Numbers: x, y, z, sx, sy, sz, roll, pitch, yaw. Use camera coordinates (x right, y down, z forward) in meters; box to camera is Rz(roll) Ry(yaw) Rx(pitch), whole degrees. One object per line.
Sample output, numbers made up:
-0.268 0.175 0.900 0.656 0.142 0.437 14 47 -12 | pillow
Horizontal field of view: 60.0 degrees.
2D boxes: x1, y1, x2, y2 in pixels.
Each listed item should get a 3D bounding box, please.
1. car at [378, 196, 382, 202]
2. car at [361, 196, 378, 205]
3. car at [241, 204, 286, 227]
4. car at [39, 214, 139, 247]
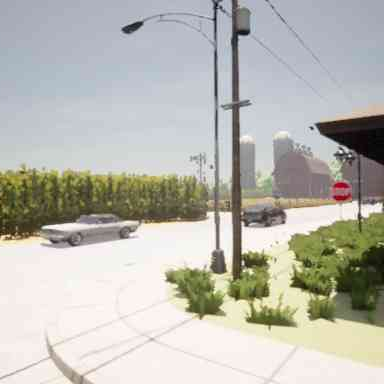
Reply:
41.231 1.587 73.172 1.882 1.535 5.008 -1 0 36 | car
31.853 1.498 60.391 2.097 1.767 4.553 -1 0 36 | car
5.258 1.643 24.026 1.837 1.490 4.892 -1 0 36 | car
-4.932 1.784 16.477 1.895 1.301 4.718 -1 0 37 | car
